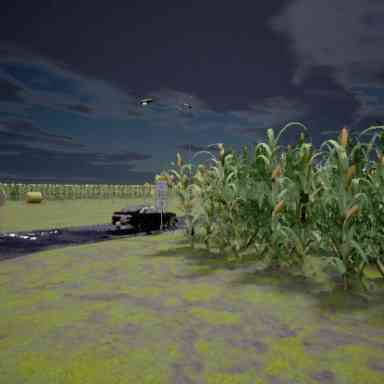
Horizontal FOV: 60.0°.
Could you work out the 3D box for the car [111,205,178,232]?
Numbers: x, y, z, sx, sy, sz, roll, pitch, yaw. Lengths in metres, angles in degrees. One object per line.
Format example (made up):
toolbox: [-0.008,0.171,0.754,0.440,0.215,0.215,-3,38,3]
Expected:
car: [-2.782,1.548,20.665,2.128,1.511,4.902,1,0,34]
